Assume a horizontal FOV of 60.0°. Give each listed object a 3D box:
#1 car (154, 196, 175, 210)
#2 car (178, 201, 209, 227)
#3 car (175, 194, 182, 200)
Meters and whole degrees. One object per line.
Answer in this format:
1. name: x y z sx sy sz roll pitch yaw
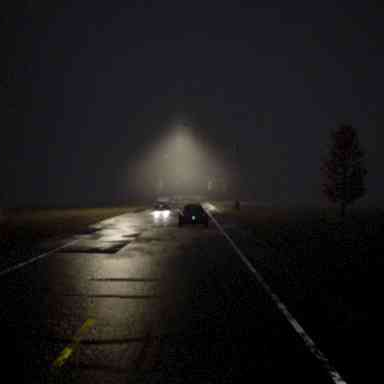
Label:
1. car: -3.577 1.448 41.084 2.128 1.511 4.902 0 0 0
2. car: 0.101 1.540 22.536 1.994 1.385 4.181 0 0 0
3. car: -3.497 1.252 82.660 2.097 1.767 4.553 0 0 0
